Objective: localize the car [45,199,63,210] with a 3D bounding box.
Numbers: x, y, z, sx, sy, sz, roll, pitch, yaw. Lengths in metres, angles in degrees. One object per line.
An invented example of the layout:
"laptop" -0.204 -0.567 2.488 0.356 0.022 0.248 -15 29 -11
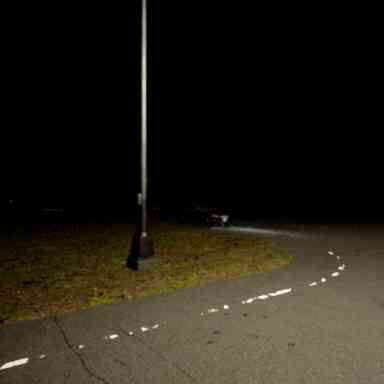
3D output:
"car" -27.601 2.400 65.611 2.150 2.045 5.566 2 -2 -29

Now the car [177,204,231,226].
"car" 0.779 1.654 24.350 2.128 1.511 4.902 3 -3 -36

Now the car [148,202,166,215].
"car" -5.413 2.185 44.840 2.097 1.767 4.553 3 -3 -36
